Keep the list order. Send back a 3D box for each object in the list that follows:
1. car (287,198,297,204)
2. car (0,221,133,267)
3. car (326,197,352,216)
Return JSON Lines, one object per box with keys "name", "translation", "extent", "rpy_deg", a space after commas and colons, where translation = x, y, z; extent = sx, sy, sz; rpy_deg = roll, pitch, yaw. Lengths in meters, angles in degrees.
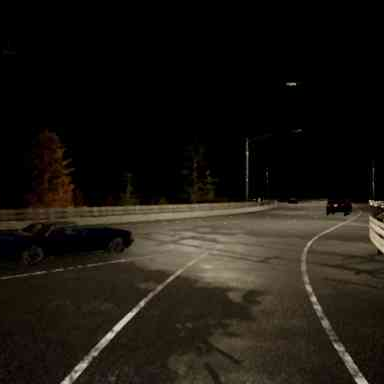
{"name": "car", "translation": [25.389, 2.342, 84.558], "extent": [2.128, 1.511, 4.902], "rpy_deg": [0, 0, 6]}
{"name": "car", "translation": [-4.482, 1.678, 11.774], "extent": [4.718, 1.301, 1.895], "rpy_deg": [1, -1, -43]}
{"name": "car", "translation": [16.641, 1.611, 37.636], "extent": [2.150, 2.045, 5.566], "rpy_deg": [0, -1, 31]}
